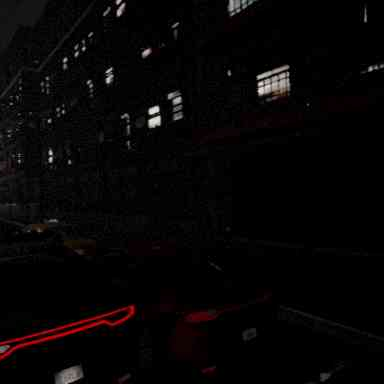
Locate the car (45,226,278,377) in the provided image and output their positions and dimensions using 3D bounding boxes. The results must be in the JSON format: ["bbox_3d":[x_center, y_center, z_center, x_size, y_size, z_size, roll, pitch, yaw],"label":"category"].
[{"bbox_3d":[-0.744,1.465,5.479,1.887,1.381,4.507,0,0,-39],"label":"car"}]

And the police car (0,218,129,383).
[{"bbox_3d":[-2.695,1.403,4.913,1.930,1.638,5.238,-2,1,-39],"label":"police car"}]
